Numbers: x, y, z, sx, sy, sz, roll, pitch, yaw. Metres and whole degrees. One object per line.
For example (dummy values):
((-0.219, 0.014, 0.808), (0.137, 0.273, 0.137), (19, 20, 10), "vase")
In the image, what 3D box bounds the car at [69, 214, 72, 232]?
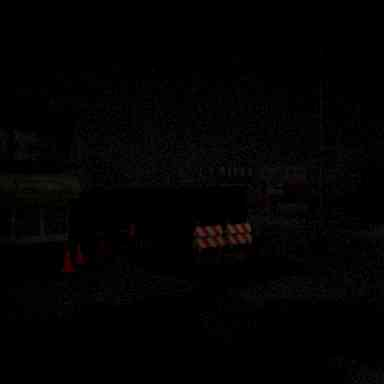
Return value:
((-6.693, 0.985, 14.614), (1.905, 1.878, 3.866), (0, 0, -1), "car")
